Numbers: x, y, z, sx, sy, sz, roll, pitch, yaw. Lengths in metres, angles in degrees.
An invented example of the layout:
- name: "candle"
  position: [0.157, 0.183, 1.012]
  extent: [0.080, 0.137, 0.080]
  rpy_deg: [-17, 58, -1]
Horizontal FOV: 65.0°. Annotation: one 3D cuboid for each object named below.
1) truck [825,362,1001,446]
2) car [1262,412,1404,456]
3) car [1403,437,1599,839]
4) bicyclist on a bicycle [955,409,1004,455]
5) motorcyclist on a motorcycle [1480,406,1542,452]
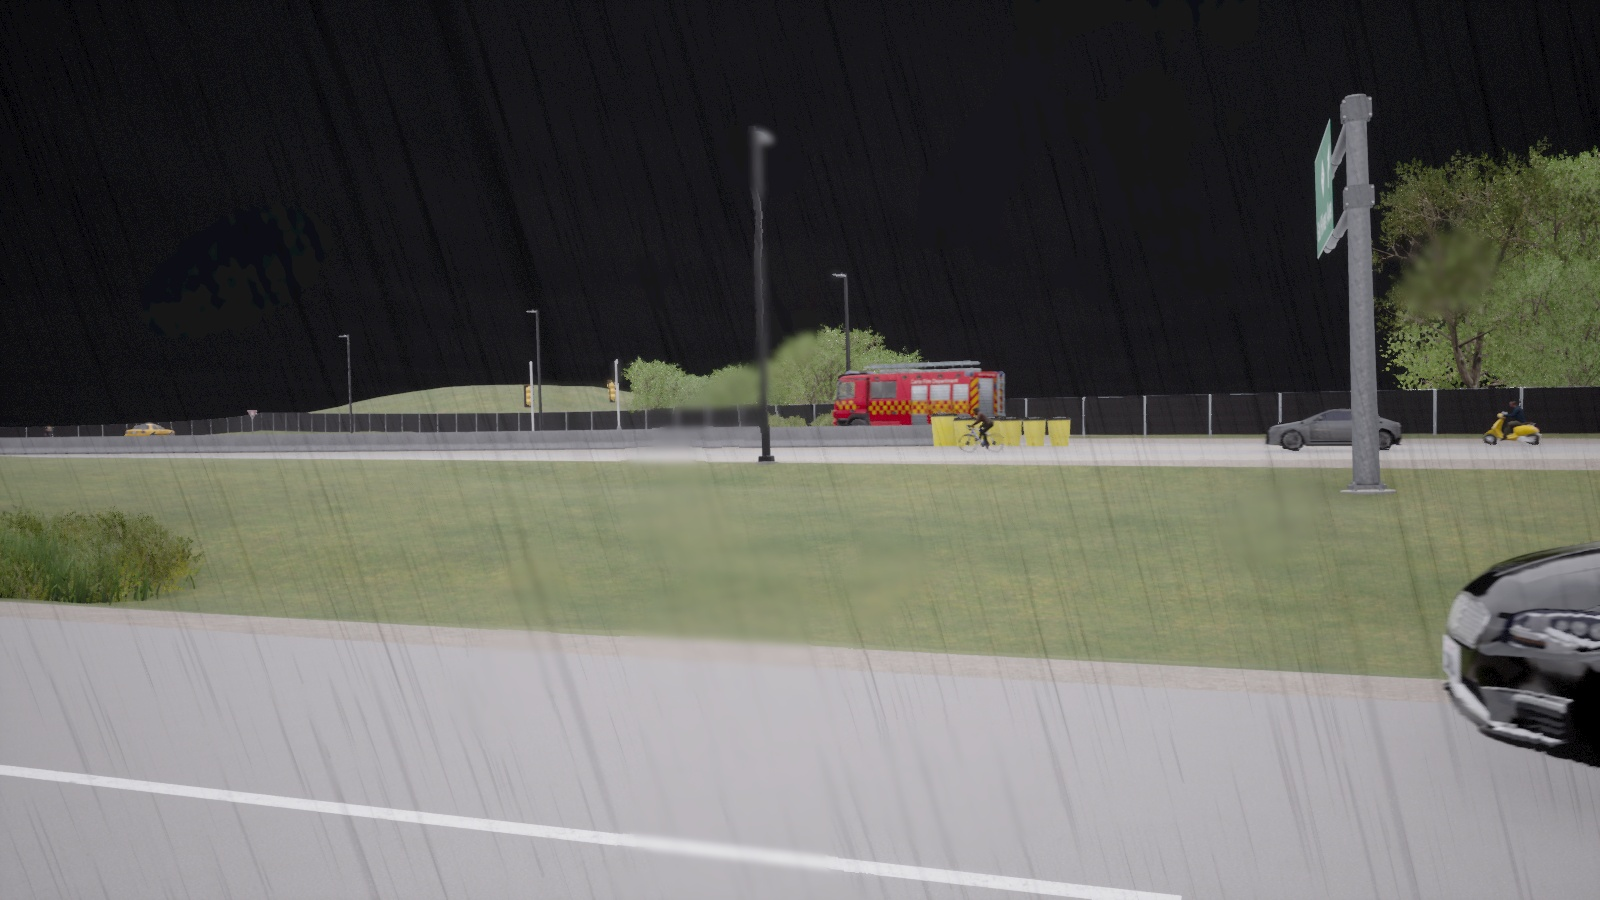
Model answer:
- name: "truck"
  position: [5.372, -2.216, 61.184]
  extent: [8.468, 3.827, 2.891]
  rpy_deg: [1, 2, 42]
- name: "car"
  position: [17.480, -0.526, 41.408]
  extent: [4.181, 1.385, 1.994]
  rpy_deg: [0, 1, 19]
- name: "car"
  position: [5.301, 0.715, 5.105]
  extent: [4.902, 1.511, 2.128]
  rpy_deg: [0, 1, 19]
- name: "bicyclist on a bicycle"
  position: [6.461, -0.653, 45.249]
  extent: [1.656, 1.620, 0.582]
  rpy_deg: [0, 1, 19]
- name: "motorcyclist on a motorcycle"
  position: [25.368, -0.756, 44.814]
  extent: [1.817, 1.590, 0.866]
  rpy_deg: [1, 1, 36]
